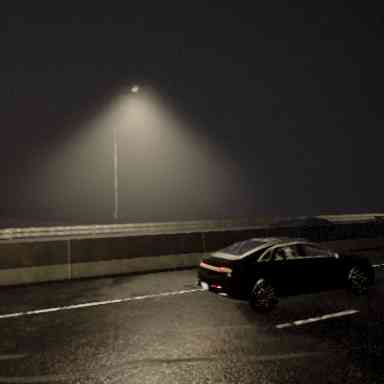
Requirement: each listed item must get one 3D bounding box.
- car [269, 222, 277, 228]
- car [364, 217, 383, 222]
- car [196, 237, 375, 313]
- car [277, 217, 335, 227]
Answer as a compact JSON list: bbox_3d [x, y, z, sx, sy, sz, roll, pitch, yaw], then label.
[{"bbox_3d":[9.267,3.059,30.898,4.181,1.385,1.994,0,-4,-24],"label":"car"},{"bbox_3d":[14.353,2.613,25.497,4.181,1.385,1.994,0,-4,-24],"label":"car"},{"bbox_3d":[2.493,1.919,8.580,4.902,1.511,2.128,0,-4,-24],"label":"car"},{"bbox_3d":[9.686,2.805,27.273,4.674,1.442,1.812,0,-3,-24],"label":"car"}]
